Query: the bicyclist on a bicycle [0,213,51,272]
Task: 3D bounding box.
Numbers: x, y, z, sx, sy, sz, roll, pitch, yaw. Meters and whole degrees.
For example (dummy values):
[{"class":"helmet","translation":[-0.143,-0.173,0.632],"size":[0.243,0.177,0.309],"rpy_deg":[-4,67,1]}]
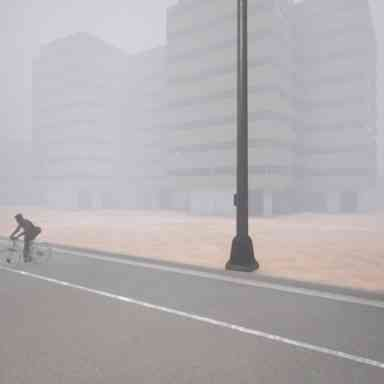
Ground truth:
[{"class":"bicyclist on a bicycle","translation":[-4.908,1.445,9.776],"size":[0.582,1.620,1.656],"rpy_deg":[0,2,35]}]
